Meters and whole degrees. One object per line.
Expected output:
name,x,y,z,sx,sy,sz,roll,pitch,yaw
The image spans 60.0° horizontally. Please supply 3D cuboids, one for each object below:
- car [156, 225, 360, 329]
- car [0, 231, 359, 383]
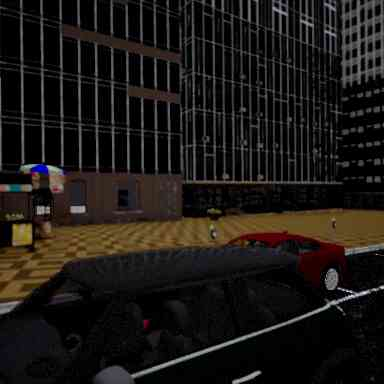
car,1.640,1.613,7.541,4.507,1.381,1.887,1,-2,-34
car,-0.616,1.372,2.866,4.553,1.767,2.097,1,-1,-34
